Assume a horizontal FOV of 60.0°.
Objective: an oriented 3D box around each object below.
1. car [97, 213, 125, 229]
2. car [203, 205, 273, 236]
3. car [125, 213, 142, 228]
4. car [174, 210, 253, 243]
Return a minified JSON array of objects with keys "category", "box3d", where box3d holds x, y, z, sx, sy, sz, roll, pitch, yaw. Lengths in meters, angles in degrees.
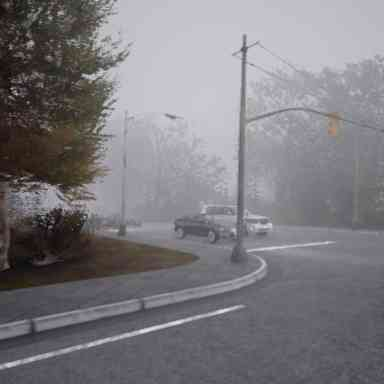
[{"category":"car","box3d":[-8.341,2.754,30.595,1.994,1.385,4.181,3,-5,-42]},{"category":"car","box3d":[2.792,1.897,22.553,2.150,2.045,5.566,2,-4,-37]},{"category":"car","box3d":[-7.017,2.928,34.353,1.837,1.490,4.892,3,-5,-42]},{"category":"car","box3d":[0.854,1.998,19.286,2.128,1.511,4.902,2,-3,-37]}]
